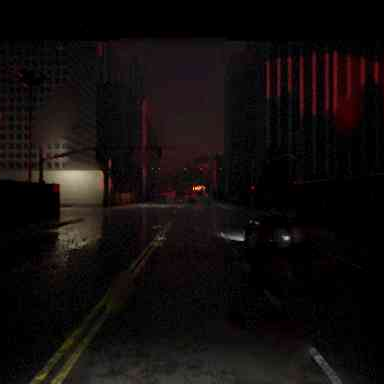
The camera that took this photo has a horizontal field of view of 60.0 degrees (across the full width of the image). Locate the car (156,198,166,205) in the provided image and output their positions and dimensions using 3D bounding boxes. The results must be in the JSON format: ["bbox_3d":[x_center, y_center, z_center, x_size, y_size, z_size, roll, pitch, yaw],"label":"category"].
[{"bbox_3d":[-7.056,2.231,76.149,2.128,1.511,4.902,0,-1,0],"label":"car"}]

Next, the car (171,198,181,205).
[{"bbox_3d":[-3.556,2.061,76.187,2.097,1.767,4.553,0,-1,0],"label":"car"}]

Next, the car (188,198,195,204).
[{"bbox_3d":[-0.061,2.171,83.449,2.033,1.411,5.357,0,-1,0],"label":"car"}]

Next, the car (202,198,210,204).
[{"bbox_3d":[3.439,2.156,83.452,1.812,1.442,4.674,0,-1,0],"label":"car"}]

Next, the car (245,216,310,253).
[{"bbox_3d":[3.493,1.698,14.304,1.994,1.385,4.181,0,0,0],"label":"car"}]
